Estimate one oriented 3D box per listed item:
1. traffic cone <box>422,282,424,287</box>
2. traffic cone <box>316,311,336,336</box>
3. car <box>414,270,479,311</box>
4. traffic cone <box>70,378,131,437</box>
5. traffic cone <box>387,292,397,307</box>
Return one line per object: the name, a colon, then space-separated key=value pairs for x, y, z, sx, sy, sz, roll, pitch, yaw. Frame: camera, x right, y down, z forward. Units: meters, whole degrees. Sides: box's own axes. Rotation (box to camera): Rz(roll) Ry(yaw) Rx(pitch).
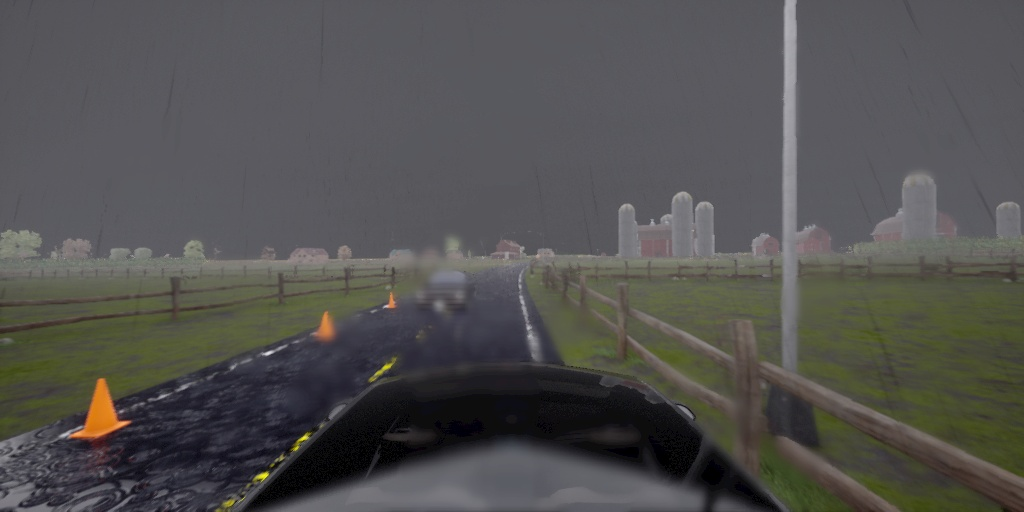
traffic cone: x=-4.721 y=1.711 z=19.136 sx=0.340 sy=0.580 sz=0.340 roll=0 pitch=0 yaw=0
traffic cone: x=-4.724 y=1.708 z=9.128 sx=0.340 sy=0.580 sz=0.340 roll=0 pitch=0 yaw=0
car: x=-2.446 y=1.301 z=14.777 sx=2.033 sy=1.411 sz=5.357 roll=0 pitch=0 yaw=0
traffic cone: x=-4.724 y=1.706 z=4.127 sx=0.340 sy=0.580 sz=0.340 roll=0 pitch=0 yaw=0
traffic cone: x=-4.724 y=1.709 z=14.128 sx=0.340 sy=0.580 sz=0.340 roll=0 pitch=0 yaw=0
